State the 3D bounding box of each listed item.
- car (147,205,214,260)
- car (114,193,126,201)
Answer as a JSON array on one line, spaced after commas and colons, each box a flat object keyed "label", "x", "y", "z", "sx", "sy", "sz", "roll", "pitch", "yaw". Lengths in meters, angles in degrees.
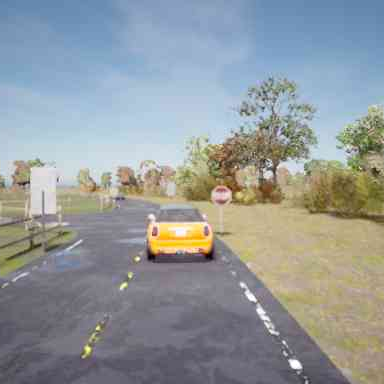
[{"label": "car", "x": -0.519, "y": 1.226, "z": 12.117, "sx": 2.097, "sy": 1.767, "sz": 4.553, "roll": 0, "pitch": 1, "yaw": -5}, {"label": "car", "x": -13.204, "y": 0.913, "z": 60.868, "sx": 2.033, "sy": 1.411, "sz": 5.357, "roll": 0, "pitch": 1, "yaw": -18}]
